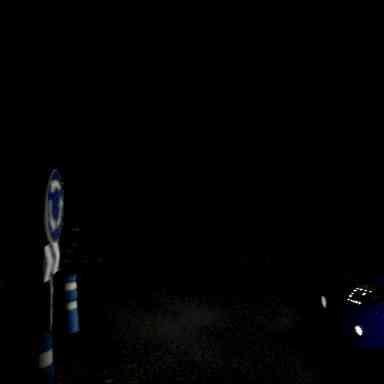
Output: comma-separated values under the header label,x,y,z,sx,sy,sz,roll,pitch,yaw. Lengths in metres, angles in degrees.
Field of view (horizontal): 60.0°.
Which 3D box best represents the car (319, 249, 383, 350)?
label,x,y,z,sx,sy,sz,roll,pitch,yaw
car,4.764,1.215,4.678,5.566,2.045,2.150,-3,-2,11
